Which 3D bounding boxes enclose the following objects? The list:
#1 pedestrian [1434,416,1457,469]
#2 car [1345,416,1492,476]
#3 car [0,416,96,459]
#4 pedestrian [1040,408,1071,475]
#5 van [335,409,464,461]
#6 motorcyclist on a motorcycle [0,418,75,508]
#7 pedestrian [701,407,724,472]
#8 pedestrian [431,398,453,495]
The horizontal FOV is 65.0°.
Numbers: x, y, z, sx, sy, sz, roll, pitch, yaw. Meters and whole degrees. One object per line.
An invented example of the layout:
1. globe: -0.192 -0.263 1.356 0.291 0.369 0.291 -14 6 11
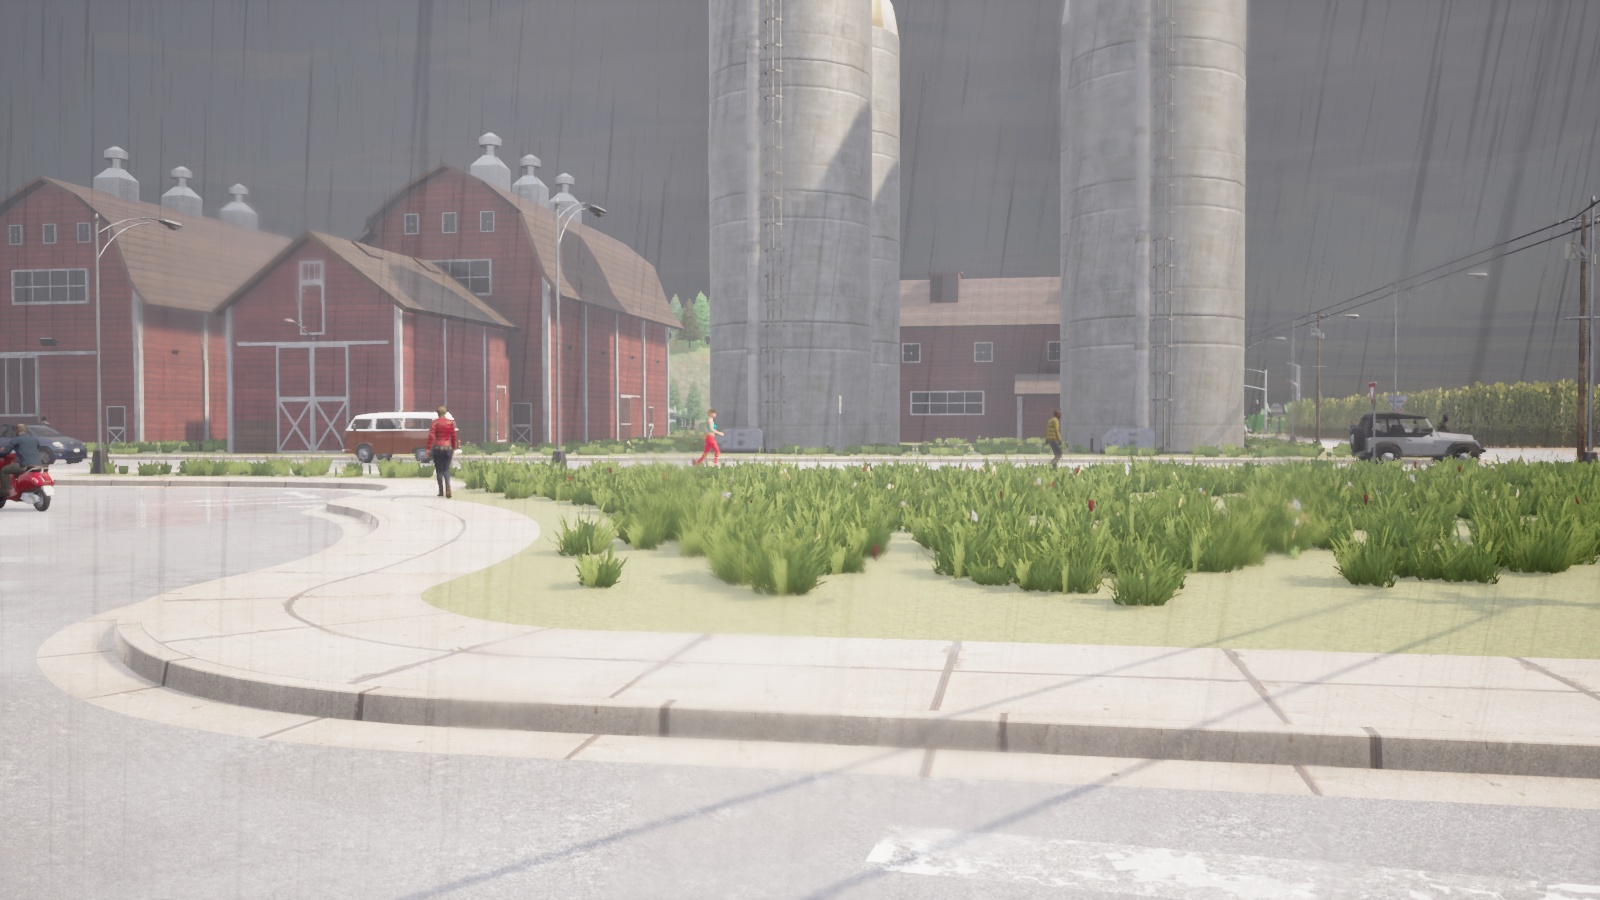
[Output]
1. pedestrian: 23.605 -0.278 45.938 0.395 1.930 0.692 0 1 -11
2. car: 19.940 -0.146 40.667 3.866 1.878 1.905 1 1 10
3. car: -30.023 -0.498 49.172 3.988 1.617 1.851 1 1 10
4. pedestrian: 7.076 -0.229 34.790 0.726 1.835 0.370 0 1 -10
5. van: -16.026 -0.622 50.337 4.480 2.038 2.069 1 1 10
6. motorcyclist on a motorcycle: -14.260 0.208 22.969 1.817 1.590 0.866 1 1 27
7. pedestrian: -2.507 -0.304 35.830 0.594 1.836 0.345 0 1 8
8. pedestrian: -6.906 -0.077 24.203 0.331 1.846 0.636 0 1 -24
